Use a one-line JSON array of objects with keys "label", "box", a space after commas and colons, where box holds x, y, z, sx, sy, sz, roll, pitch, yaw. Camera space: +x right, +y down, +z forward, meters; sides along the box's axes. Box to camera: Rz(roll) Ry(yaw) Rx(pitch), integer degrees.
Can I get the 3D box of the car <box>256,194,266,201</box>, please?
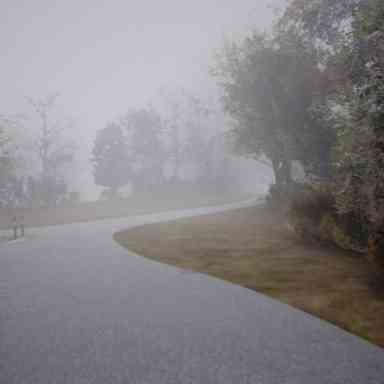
[{"label": "car", "box": [13.214, 0.989, 61.886, 2.033, 1.411, 5.357, -2, 1, 23]}]
